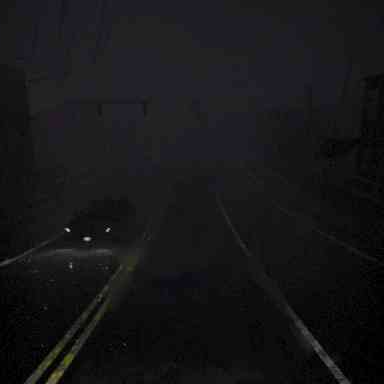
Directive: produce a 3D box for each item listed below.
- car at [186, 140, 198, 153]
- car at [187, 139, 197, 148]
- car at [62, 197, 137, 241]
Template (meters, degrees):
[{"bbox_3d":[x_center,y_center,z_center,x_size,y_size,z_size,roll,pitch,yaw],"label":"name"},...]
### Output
[{"bbox_3d":[0.003,-7.687,56.390,2.097,1.767,4.553,0,12,0],"label":"car"},{"bbox_3d":[0.003,-9.629,66.185,1.994,1.385,4.181,0,12,0],"label":"car"},{"bbox_3d":[-3.521,0.950,13.823,2.033,1.411,5.357,0,5,1],"label":"car"}]
